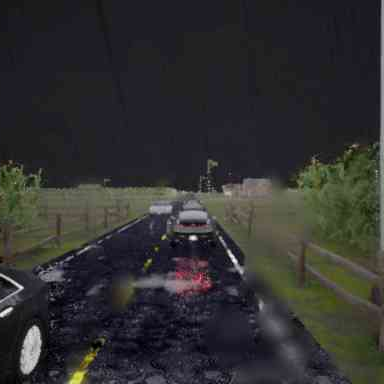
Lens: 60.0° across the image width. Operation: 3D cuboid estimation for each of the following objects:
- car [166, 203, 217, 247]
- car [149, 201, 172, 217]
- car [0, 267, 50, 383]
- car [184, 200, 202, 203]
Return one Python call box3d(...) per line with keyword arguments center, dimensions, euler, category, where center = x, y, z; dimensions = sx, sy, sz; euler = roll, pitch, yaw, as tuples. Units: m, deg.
box3d(center=(0.067, 1.475, 14.876), dimensions=(1.837, 1.490, 4.892), euler=(0, 0, 1), category="car")
box3d(center=(-2.841, 1.550, 31.107), dimensions=(1.895, 1.301, 4.718), euler=(0, 0, 0), category="car")
box3d(center=(-2.836, 1.499, 2.614), dimensions=(1.837, 1.490, 4.892), euler=(0, 0, 0), category="car")
box3d(center=(0.091, 1.509, 35.130), dimensions=(1.994, 1.385, 4.181), euler=(0, 0, 0), category="car")
